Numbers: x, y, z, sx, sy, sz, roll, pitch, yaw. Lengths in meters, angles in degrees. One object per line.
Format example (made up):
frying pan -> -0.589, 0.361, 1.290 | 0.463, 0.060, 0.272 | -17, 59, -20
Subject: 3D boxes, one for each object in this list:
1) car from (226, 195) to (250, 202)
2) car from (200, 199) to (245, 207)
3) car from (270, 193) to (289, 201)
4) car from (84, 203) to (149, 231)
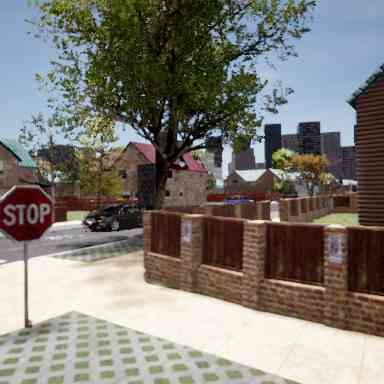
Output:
car -> 4.345, 1.158, 34.009 | 2.097, 1.767, 4.553 | -1, 0, 31
car -> 1.847, 1.421, 24.298 | 1.895, 1.301, 4.718 | -1, 0, 32
car -> 12.503, 0.836, 47.223 | 1.812, 1.442, 4.674 | -1, 0, 31
car -> -4.226, 1.426, 19.957 | 1.837, 1.490, 4.892 | -1, 0, 31
